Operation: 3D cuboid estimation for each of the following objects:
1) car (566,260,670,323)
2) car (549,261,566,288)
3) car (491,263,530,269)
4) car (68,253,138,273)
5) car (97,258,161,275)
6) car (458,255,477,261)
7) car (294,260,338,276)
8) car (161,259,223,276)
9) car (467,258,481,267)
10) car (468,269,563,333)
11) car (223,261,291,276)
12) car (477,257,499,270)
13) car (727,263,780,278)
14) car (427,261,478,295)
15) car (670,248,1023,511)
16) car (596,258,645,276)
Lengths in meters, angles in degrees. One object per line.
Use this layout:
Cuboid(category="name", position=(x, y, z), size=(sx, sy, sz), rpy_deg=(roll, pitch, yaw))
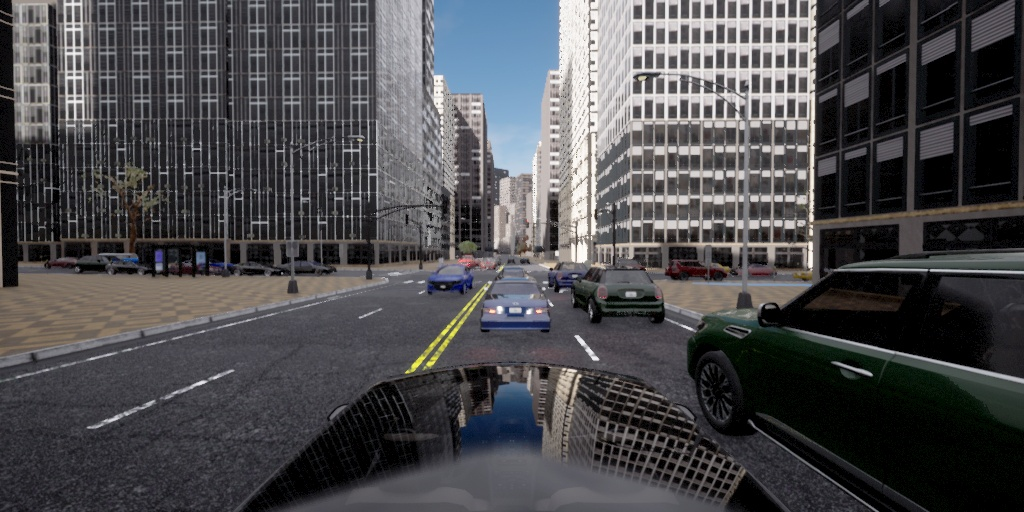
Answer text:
Cuboid(category="car", position=(3.335, 1.093, 12.169), size=(2.097, 1.767, 4.553), rpy_deg=(0, 0, 0))
Cuboid(category="car", position=(3.322, 1.084, 21.033), size=(2.097, 1.767, 4.553), rpy_deg=(0, 0, 0))
Cuboid(category="car", position=(0.073, 1.297, 19.969), size=(1.994, 1.385, 4.181), rpy_deg=(0, 0, 0))
Cuboid(category="car", position=(-39.848, 0.747, 35.213), size=(4.553, 1.767, 2.097), rpy_deg=(1, 1, 1))
Cuboid(category="car", position=(-34.140, 1.057, 32.467), size=(4.313, 1.339, 1.948), rpy_deg=(0, 0, 1))
Cuboid(category="car", position=(-6.662, 0.914, 53.315), size=(2.150, 2.045, 5.566), rpy_deg=(0, 0, 0))
Cuboid(category="car", position=(-19.957, 1.123, 34.830), size=(5.357, 1.411, 2.033), rpy_deg=(1, 1, 1))
Cuboid(category="car", position=(-28.459, 1.125, 32.301), size=(4.207, 1.307, 1.802), rpy_deg=(0, 0, 1))
Cuboid(category="car", position=(-6.648, 1.154, 63.659), size=(1.882, 1.535, 5.008), rpy_deg=(0, 0, 1))
Cuboid(category="car", position=(0.089, 1.290, 10.726), size=(2.033, 1.411, 5.357), rpy_deg=(0, 0, 0))
Cuboid(category="car", position=(-22.775, 1.161, 32.176), size=(4.313, 1.339, 1.948), rpy_deg=(0, 0, 1))
Cuboid(category="car", position=(-3.384, 1.048, 51.167), size=(2.097, 1.767, 4.553), rpy_deg=(0, 0, -1))
Cuboid(category="car", position=(25.051, 1.485, 37.340), size=(4.181, 1.385, 1.994), rpy_deg=(0, 1, 1))
Cuboid(category="car", position=(-3.252, 1.211, 19.701), size=(1.882, 1.535, 5.008), rpy_deg=(0, 0, 2))
Cuboid(category="car", position=(3.346, 0.971, 2.323), size=(2.150, 2.045, 5.566), rpy_deg=(0, 0, 0))
Cuboid(category="car", position=(11.346, 1.152, 37.728), size=(4.553, 1.767, 2.097), rpy_deg=(1, 1, 3))
